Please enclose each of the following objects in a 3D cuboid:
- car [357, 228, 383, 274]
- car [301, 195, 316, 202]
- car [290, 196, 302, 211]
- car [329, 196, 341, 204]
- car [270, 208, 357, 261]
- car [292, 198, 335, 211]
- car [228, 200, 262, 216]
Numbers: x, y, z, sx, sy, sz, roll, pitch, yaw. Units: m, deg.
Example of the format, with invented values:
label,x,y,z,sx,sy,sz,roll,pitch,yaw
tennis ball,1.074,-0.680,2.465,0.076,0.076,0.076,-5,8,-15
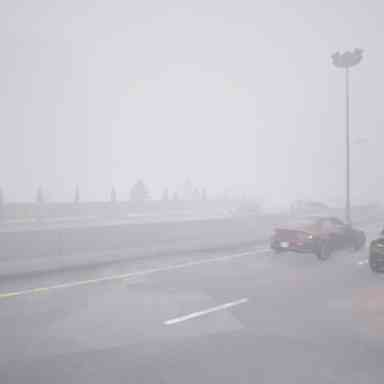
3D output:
label,x,y,z,sx,sy,sz,roll,pitch,yaw
car,6.821,1.523,9.640,4.892,1.490,1.837,0,0,-41
car,26.675,1.472,76.342,2.033,1.411,5.357,0,0,7
car,12.701,1.590,38.245,2.128,1.511,4.902,0,0,33
car,28.614,1.643,66.968,1.837,1.490,4.892,0,0,13
car,4.773,1.557,12.477,4.674,1.442,1.812,0,0,-42
car,10.965,1.579,29.765,1.837,1.490,4.892,0,0,37
car,5.488,1.592,34.086,2.128,1.511,4.902,0,0,37
